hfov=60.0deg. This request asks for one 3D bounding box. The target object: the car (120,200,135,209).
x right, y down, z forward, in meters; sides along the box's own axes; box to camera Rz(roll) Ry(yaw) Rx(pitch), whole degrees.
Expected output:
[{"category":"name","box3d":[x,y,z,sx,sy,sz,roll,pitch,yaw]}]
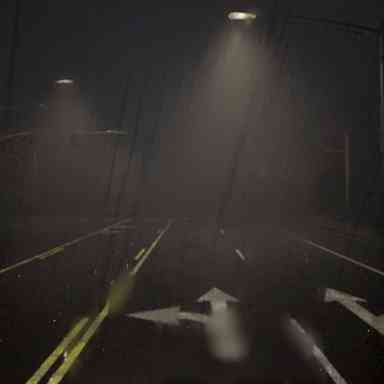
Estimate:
[{"category":"car","box3d":[-10.524,2.003,54.628,1.812,1.442,4.674,0,1,0]}]

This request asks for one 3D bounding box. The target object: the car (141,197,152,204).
[{"category":"car","box3d":[-10.531,2.006,77.830,1.812,1.442,4.674,0,0,0]}]
